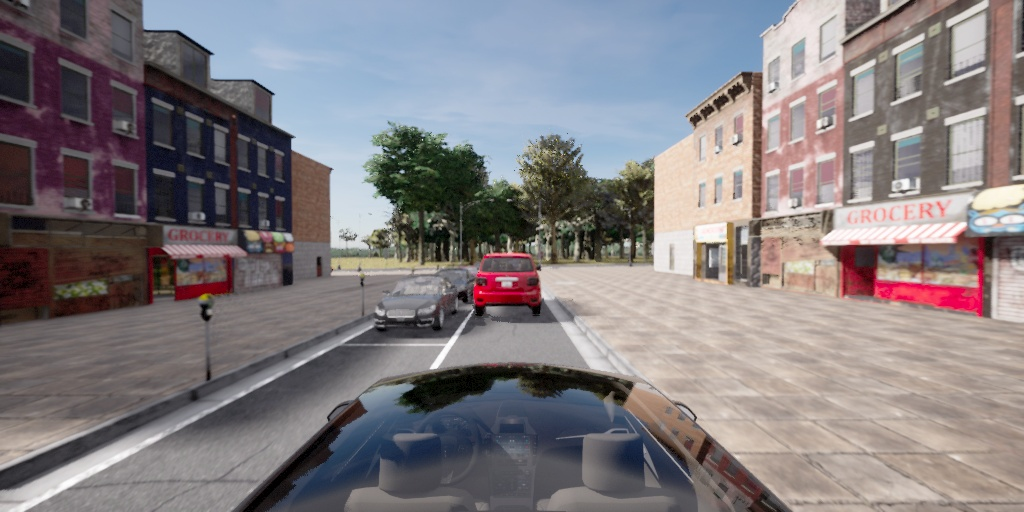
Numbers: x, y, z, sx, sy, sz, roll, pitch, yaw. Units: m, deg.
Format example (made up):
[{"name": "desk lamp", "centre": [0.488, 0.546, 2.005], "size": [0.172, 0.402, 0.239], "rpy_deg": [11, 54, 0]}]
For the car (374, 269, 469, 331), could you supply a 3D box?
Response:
[{"name": "car", "centre": [-2.637, 1.254, 10.690], "size": [2.007, 1.370, 4.403], "rpy_deg": [0, 0, 0]}]

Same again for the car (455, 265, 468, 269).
[{"name": "car", "centre": [-2.636, 1.241, 16.124], "size": [1.948, 1.339, 4.313], "rpy_deg": [0, 0, 0]}]

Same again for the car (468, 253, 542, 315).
[{"name": "car", "centre": [-0.095, 0.912, 13.317], "size": [2.150, 2.045, 5.566], "rpy_deg": [0, 0, 1]}]
